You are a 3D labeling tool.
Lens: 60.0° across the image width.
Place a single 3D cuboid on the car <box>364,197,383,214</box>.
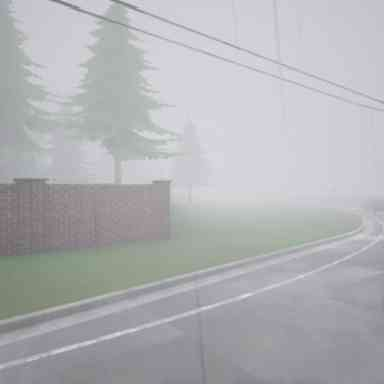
[{"bbox_3d":[17.677,1.285,31.382,1.837,1.490,4.892,0,0,14],"label":"car"}]
